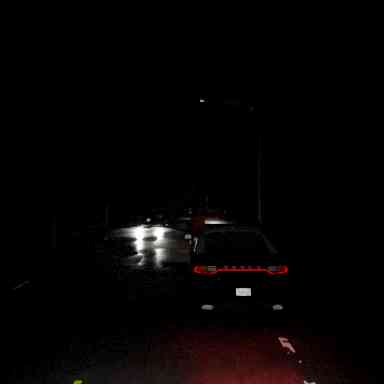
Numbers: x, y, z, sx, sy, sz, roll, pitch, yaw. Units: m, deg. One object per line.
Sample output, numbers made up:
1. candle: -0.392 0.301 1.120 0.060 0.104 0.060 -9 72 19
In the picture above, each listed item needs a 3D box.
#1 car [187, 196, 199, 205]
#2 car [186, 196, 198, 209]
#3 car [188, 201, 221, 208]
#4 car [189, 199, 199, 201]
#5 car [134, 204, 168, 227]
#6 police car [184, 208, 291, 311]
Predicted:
1. car: 0.145 1.446 58.927 2.033 1.411 5.357 0 1 0
2. car: 0.129 1.439 45.629 1.882 1.535 5.008 0 0 1
3. car: 0.868 1.465 17.889 1.882 1.535 5.008 0 0 0
4. car: 0.883 1.488 23.890 1.837 1.490 4.892 0 0 0
5. car: -2.693 1.547 22.593 1.994 1.385 4.181 0 0 0
6. police car: 0.844 1.420 7.995 1.930 1.638 5.238 0 0 0
